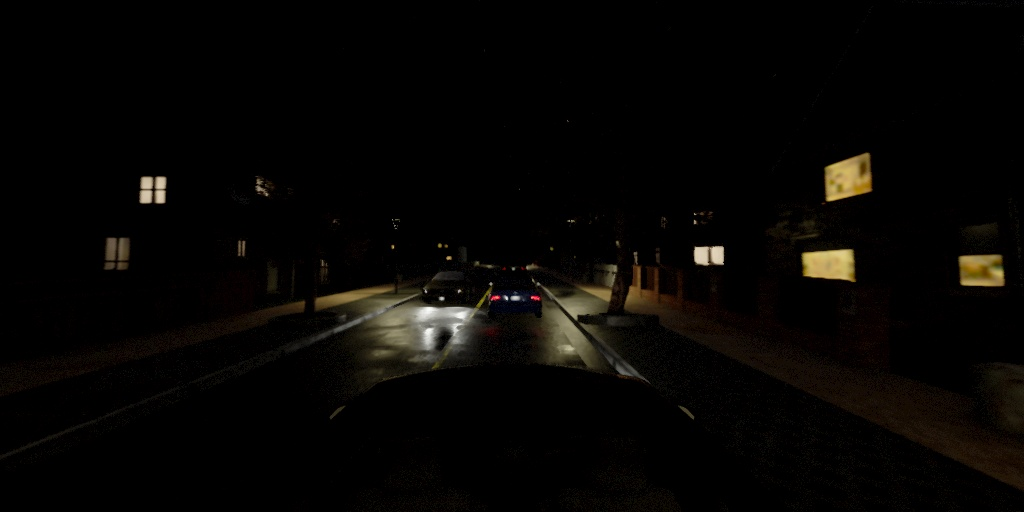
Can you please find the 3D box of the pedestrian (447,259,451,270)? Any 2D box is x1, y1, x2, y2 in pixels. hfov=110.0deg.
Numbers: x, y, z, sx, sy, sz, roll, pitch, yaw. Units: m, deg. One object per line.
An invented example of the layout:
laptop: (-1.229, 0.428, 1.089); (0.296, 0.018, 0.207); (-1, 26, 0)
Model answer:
pedestrian: (-9.802, 1.375, 55.406); (0.375, 1.860, 0.375); (0, -3, -1)

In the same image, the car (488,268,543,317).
car: (0.103, 1.341, 13.423); (2.033, 1.411, 5.357); (0, 0, 0)

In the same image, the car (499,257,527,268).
car: (0.106, 1.088, 29.957); (2.150, 2.045, 5.566); (0, 0, 0)

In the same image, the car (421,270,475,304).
car: (-2.846, 1.357, 17.191); (2.033, 1.411, 5.357); (0, 0, 0)
